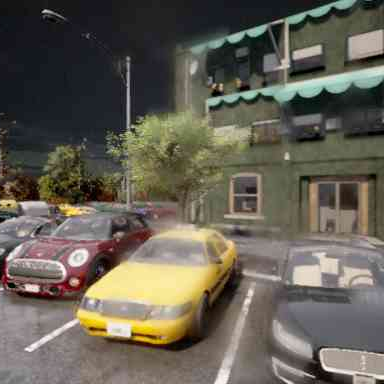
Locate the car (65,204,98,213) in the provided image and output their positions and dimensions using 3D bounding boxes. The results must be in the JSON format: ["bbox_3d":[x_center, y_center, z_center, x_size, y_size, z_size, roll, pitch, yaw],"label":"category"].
[{"bbox_3d":[-18.450,2.738,55.579,4.792,1.488,2.163,0,-2,15],"label":"car"}]

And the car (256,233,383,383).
[{"bbox_3d":[2.219,1.488,5.359,2.231,1.521,4.892,1,-1,16],"label":"car"}]

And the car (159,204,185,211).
[{"bbox_3d":[-4.512,3.439,75.448,5.366,1.575,1.946,0,-2,15],"label":"car"}]

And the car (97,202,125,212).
[{"bbox_3d":[-14.821,2.775,60.804,4.553,1.767,2.185,0,-2,15],"label":"car"}]

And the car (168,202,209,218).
[{"bbox_3d":[-0.501,2.607,49.641,5.566,2.045,2.435,1,-1,15],"label":"car"}]

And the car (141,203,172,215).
[{"bbox_3d":[-5.639,2.587,42.230,5.008,1.535,2.097,1,-1,15],"label":"car"}]

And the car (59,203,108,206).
[{"bbox_3d":[-10.652,2.289,34.758,5.366,1.575,1.946,2,-2,15],"label":"car"}]

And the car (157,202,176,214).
[{"bbox_3d":[-2.222,2.642,47.185,4.553,1.767,2.185,1,-1,15],"label":"car"}]

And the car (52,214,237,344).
[{"bbox_3d":[-0.228,1.481,6.893,1.946,1.575,5.366,1,-1,15],"label":"car"}]

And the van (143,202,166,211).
[{"bbox_3d":[-7.963,3.036,70.579,4.442,1.987,1.878,0,-2,15],"label":"van"}]

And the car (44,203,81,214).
[{"bbox_3d":[-20.592,2.603,52.838,5.366,1.575,1.946,0,-2,15],"label":"car"}]

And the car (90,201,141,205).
[{"bbox_3d":[-9.066,2.143,37.286,5.566,2.045,2.435,1,-1,15],"label":"car"}]

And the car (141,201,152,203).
[{"bbox_3d":[-11.490,2.830,65.718,5.566,2.045,2.435,0,-2,15],"label":"car"}]

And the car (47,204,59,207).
[{"bbox_3d":[-22.340,2.504,50.006,4.892,1.521,2.231,0,-2,15],"label":"car"}]

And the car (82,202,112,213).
[{"bbox_3d":[-16.574,2.686,58.382,4.553,1.767,2.185,0,-2,15],"label":"car"}]

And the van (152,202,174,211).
[{"bbox_3d":[-6.271,3.126,73.028,4.442,1.987,1.878,0,-2,15],"label":"van"}]

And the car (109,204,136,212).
[{"bbox_3d":[-13.158,3.031,63.260,4.674,1.452,2.002,0,-2,15],"label":"car"}]

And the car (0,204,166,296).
[{"bbox_3d":[-2.583,1.360,8.822,2.185,1.767,4.553,1,-1,16],"label":"car"}]
